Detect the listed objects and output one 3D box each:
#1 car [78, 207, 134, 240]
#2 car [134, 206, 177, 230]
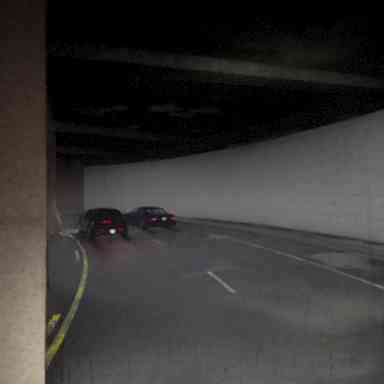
[{"bbox_3d":[-4.799,1.590,17.696,1.837,1.490,4.892,0,0,-27],"label":"car"},{"bbox_3d":[-2.957,1.634,21.731,2.033,1.411,5.357,0,0,-32],"label":"car"}]
